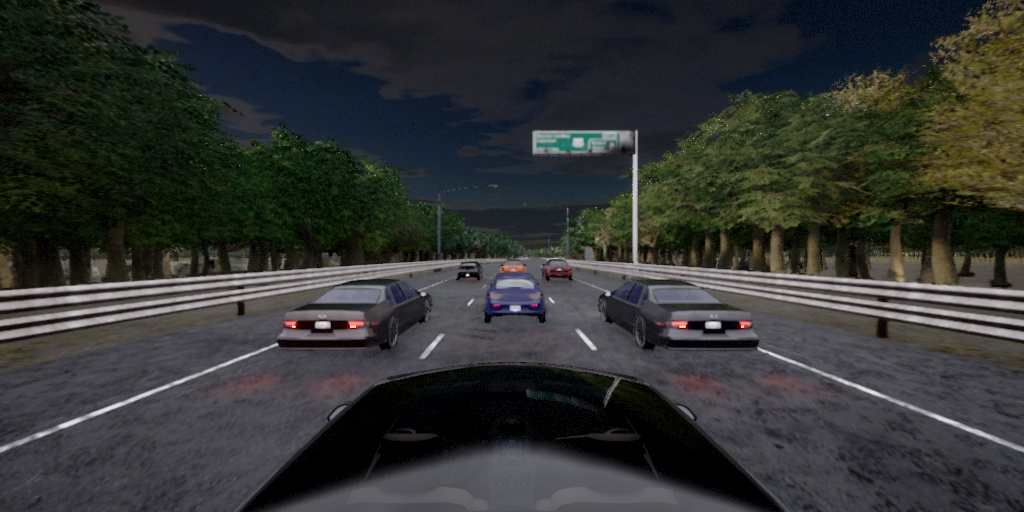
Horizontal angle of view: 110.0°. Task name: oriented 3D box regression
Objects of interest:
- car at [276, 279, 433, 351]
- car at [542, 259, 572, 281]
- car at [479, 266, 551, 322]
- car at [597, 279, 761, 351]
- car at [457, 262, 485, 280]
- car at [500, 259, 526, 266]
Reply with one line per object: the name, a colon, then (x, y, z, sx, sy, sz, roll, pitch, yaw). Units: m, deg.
car: (-3.399, 1.278, 8.950, 2.033, 1.411, 5.357, 0, 0, 0)
car: (3.601, 1.044, 29.484, 2.097, 1.767, 4.553, 0, 0, 0)
car: (0.085, 1.248, 12.037, 1.812, 1.442, 4.674, 0, 0, 0)
car: (3.601, 1.278, 8.931, 2.033, 1.411, 5.357, 0, 0, 0)
car: (-3.400, 1.196, 29.868, 1.837, 1.490, 4.892, 0, 0, 0)
car: (0.101, 1.044, 29.483, 2.097, 1.767, 4.553, 0, 0, 0)
